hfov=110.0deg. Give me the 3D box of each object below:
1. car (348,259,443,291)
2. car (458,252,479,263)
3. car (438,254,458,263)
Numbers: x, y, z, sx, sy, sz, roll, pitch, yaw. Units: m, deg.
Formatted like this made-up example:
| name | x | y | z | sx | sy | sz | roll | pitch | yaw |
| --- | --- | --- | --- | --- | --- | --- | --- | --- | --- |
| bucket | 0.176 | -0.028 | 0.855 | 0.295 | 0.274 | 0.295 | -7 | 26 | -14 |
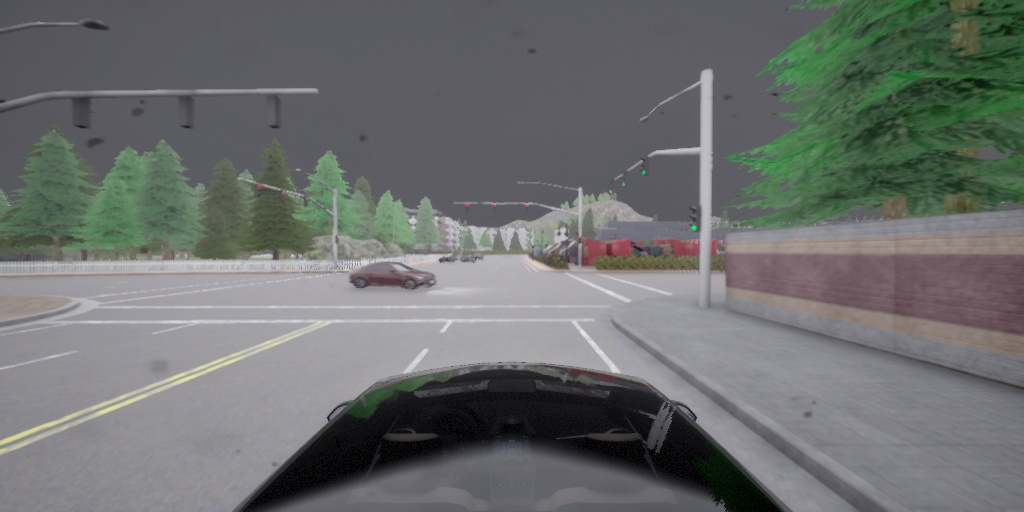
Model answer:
| name | x | y | z | sx | sy | sz | roll | pitch | yaw |
| --- | --- | --- | --- | --- | --- | --- | --- | --- | --- |
| car | -6.327 | 1.037 | 18.918 | 4.674 | 1.442 | 1.812 | 0 | 1 | 15 |
| car | -7.012 | 0.476 | 57.717 | 1.994 | 1.385 | 4.181 | 0 | 1 | 1 |
| car | -10.506 | 0.514 | 57.671 | 1.895 | 1.301 | 4.718 | 0 | 1 | 1 |
